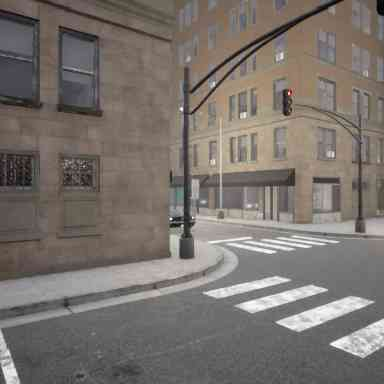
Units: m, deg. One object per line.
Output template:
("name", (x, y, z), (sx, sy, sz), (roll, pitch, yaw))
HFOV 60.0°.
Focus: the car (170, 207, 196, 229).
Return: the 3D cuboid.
("car", (-1.779, 1.502, 19.818), (1.895, 1.301, 4.718), (0, 0, -36))
